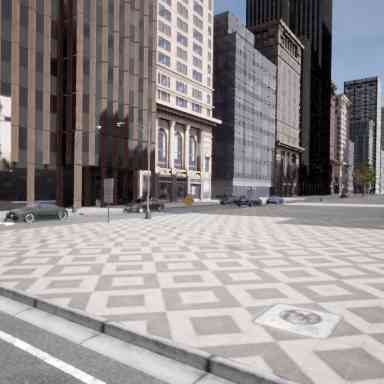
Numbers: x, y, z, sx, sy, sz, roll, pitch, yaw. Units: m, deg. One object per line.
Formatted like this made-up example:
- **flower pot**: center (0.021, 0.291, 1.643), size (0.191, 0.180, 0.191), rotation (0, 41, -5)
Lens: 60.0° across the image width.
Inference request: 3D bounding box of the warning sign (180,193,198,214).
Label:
- **warning sign**: center (-0.266, 1.076, 30.688), size (1.300, 1.860, 1.060), rotation (1, 1, 35)

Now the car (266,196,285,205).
- **car**: center (13.942, 1.361, 55.475), size (1.994, 1.385, 4.181), rotation (1, 1, 35)

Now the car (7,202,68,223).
- **car**: center (-11.471, 1.469, 24.932), size (1.994, 1.385, 4.181), rotation (1, 1, 35)

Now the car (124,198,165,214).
- **car**: center (-4.851, 1.363, 34.279), size (1.837, 1.490, 4.892), rotation (1, 1, 35)

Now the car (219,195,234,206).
- **car**: center (5.890, 1.293, 49.362), size (1.837, 1.490, 4.892), rotation (1, 1, 36)

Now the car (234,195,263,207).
- **car**: center (8.341, 1.192, 47.469), size (2.097, 1.767, 4.553), rotation (1, 1, 36)
